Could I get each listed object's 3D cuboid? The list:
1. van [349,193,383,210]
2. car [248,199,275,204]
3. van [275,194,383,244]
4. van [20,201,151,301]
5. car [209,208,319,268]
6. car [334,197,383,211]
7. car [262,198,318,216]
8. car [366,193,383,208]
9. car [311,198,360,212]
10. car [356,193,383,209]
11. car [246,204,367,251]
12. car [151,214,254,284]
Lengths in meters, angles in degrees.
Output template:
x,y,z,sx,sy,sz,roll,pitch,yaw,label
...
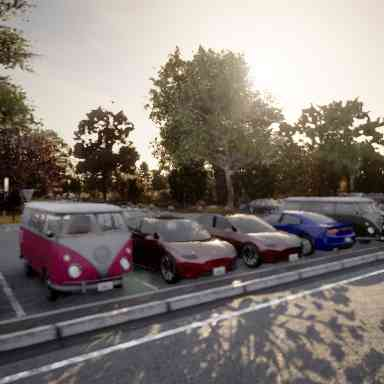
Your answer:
x,y,z,sx,sy,sz,roll,pitch,yaw,label
23.054,1.165,43.178,1.878,1.987,4.442,0,0,-36,van
7.309,1.428,31.792,2.231,1.521,4.892,0,0,-36,car
6.163,1.221,14.748,1.878,1.987,4.442,0,0,-36,van
-2.961,1.241,8.229,1.878,1.987,4.442,0,0,-36,van
1.551,1.486,11.560,2.163,1.488,4.792,0,0,-36,car
20.757,1.393,41.622,1.946,1.575,5.366,0,0,-36,car
9.680,1.419,33.251,1.946,1.575,5.366,0,0,-36,car
27.657,1.124,46.288,2.435,2.045,5.566,0,0,-36,car
16.365,1.436,38.220,2.163,1.488,4.792,0,0,-36,car
25.364,1.135,44.720,2.435,2.045,5.566,0,0,-36,car
3.818,1.451,13.209,2.097,1.535,5.008,0,0,-36,car
-0.730,1.492,9.930,2.163,1.488,4.792,0,0,-36,car
